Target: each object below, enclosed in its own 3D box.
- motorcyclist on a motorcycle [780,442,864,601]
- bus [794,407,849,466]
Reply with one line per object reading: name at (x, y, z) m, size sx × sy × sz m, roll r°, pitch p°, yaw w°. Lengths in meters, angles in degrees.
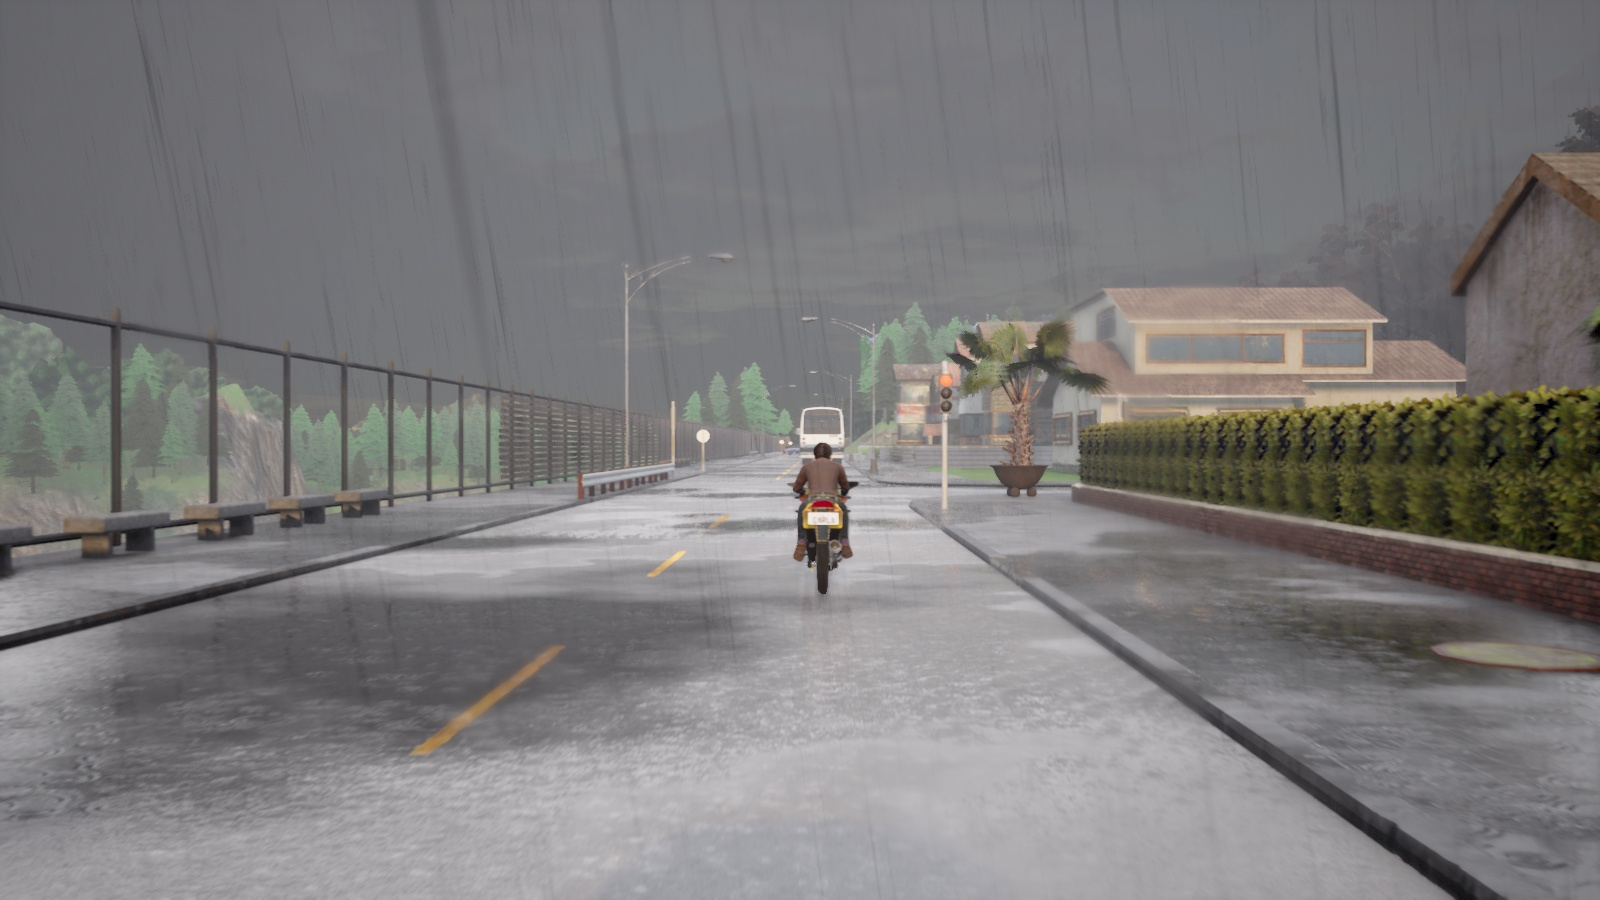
motorcyclist on a motorcycle at (0.229, 0.677, 13.062) m, size 0.797 × 1.523 × 2.044 m, roll 0°, pitch 0°, yaw 1°
bus at (1.647, -1.017, 96.847) m, size 3.944 × 4.253 × 10.273 m, roll 0°, pitch 0°, yaw 1°
